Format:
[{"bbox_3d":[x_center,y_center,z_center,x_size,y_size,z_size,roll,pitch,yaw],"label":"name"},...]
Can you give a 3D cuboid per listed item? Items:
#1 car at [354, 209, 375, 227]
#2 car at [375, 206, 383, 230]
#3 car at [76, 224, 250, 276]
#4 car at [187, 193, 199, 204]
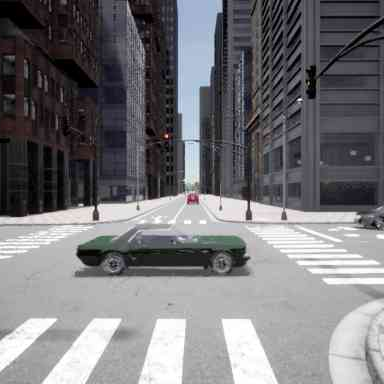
[{"bbox_3d":[12.185,1.389,19.585,4.902,1.511,2.128,0,0,2],"label":"car"},{"bbox_3d":[12.157,1.398,16.355,4.902,1.511,2.128,0,0,-1],"label":"car"},{"bbox_3d":[-0.733,1.598,9.708,4.718,1.301,1.895,0,0,0],"label":"car"},{"bbox_3d":[0.191,1.228,62.324,2.150,2.045,5.566,0,0,0],"label":"car"}]
